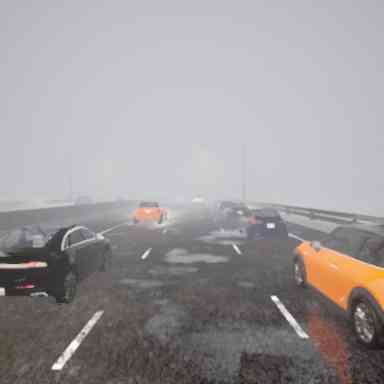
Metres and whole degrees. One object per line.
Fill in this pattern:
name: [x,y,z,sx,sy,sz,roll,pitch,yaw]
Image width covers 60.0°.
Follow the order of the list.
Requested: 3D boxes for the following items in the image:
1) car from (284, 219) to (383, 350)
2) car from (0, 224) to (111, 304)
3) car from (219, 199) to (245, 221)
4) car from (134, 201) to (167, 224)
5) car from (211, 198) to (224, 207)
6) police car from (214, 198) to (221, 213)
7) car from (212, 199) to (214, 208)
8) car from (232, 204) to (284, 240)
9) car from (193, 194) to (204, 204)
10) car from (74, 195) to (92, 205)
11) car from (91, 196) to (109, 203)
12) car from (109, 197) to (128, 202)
car: [3.514,1.380,6.434,2.097,1.767,4.553,0,0,0]
car: [-3.368,1.525,8.193,2.128,1.511,4.902,0,0,0]
car: [3.745,1.636,28.337,2.163,1.488,4.792,0,0,1]
car: [-3.180,1.472,26.243,2.097,1.767,4.553,0,0,1]
car: [4.611,1.893,61.063,2.033,1.411,5.357,0,0,2]
police car: [3.967,1.618,39.338,1.930,1.638,5.238,0,0,1]
car: [4.253,1.827,50.146,1.994,1.385,4.181,0,0,2]
car: [3.594,1.582,17.415,2.163,1.488,4.792,0,0,1]
car: [1.445,1.522,70.330,2.150,2.045,5.566,0,0,3]
car: [-19.898,1.563,61.446,2.150,2.045,5.566,0,0,2]
car: [-16.399,1.839,61.544,2.128,1.511,4.902,0,0,2]
car: [-12.933,1.691,60.764,2.097,1.767,4.553,0,0,3]
